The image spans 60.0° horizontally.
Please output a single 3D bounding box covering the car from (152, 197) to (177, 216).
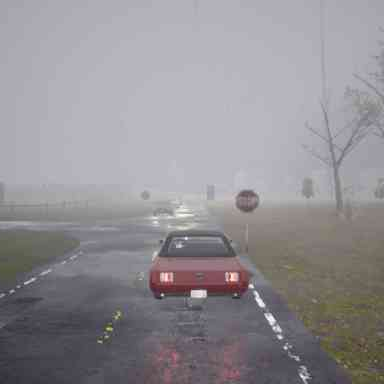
[{"bbox_3d":[-2.748,1.511,32.983,1.837,1.490,4.892,0,0,0],"label":"car"}]

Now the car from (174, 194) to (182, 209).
[{"bbox_3d":[-2.703,1.482,45.460,1.882,1.535,5.008,0,0,0],"label":"car"}]

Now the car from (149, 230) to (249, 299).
[{"bbox_3d":[0.098,1.603,8.388,1.895,1.301,4.718,0,0,-1],"label":"car"}]

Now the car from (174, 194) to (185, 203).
[{"bbox_3d":[-2.536,1.304,70.348,2.097,1.767,4.553,0,0,0],"label":"car"}]

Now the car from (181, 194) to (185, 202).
[{"bbox_3d":[-2.633,1.508,57.436,1.837,1.490,4.892,0,0,1],"label":"car"}]
